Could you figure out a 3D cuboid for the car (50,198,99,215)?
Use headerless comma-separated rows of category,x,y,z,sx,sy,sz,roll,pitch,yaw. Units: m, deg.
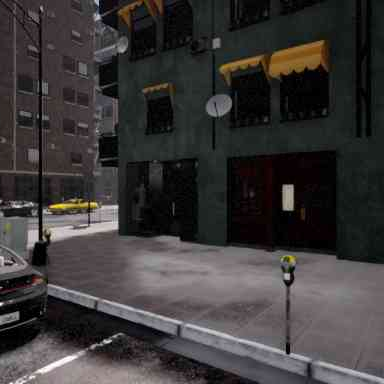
car,-10.840,1.250,30.408,1.752,1.417,4.829,1,1,35

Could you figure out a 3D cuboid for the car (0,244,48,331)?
car,-4.355,1.551,5.976,4.403,1.369,2.008,0,0,35

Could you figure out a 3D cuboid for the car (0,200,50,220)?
car,-13.928,1.350,25.982,2.008,1.369,4.403,1,1,35
